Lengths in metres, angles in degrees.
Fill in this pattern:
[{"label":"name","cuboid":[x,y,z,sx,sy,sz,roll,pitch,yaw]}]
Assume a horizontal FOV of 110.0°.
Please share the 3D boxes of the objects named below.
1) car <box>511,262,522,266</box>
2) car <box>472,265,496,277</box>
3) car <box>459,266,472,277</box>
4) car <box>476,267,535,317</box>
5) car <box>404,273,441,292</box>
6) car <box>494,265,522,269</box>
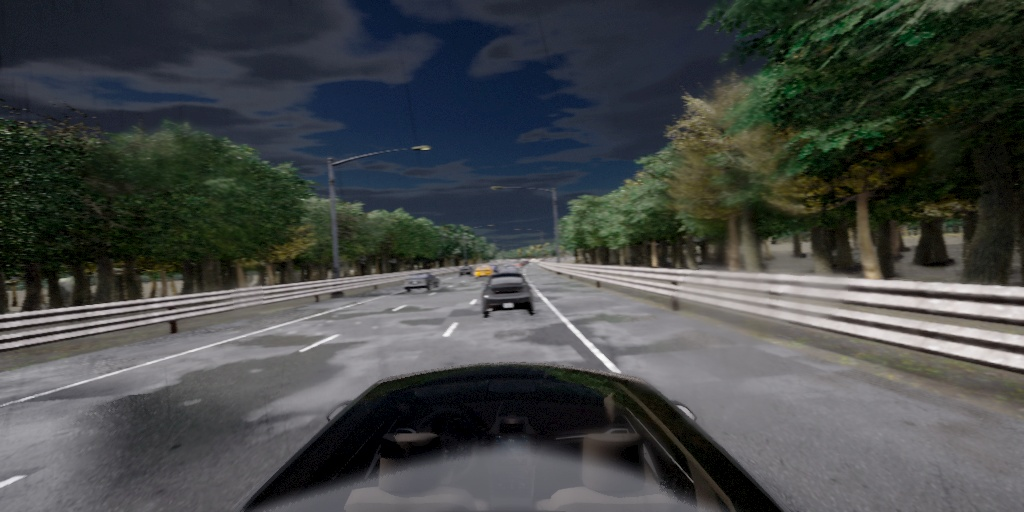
[{"label":"car","cuboid":[-0.113,1.868,43.828,1.994,1.385,4.181,-3,-1,1]},{"label":"car","cuboid":[-3.482,1.998,45.552,1.882,1.535,5.008,-3,0,1]},{"label":"car","cuboid":[-6.779,2.324,54.240,1.837,1.490,4.892,-3,-2,1]},{"label":"car","cuboid":[-0.169,1.416,14.247,1.837,1.490,4.892,-3,-1,-1]},{"label":"car","cuboid":[-7.150,2.067,28.897,2.033,1.411,5.357,-3,-1,0]},{"label":"car","cuboid":[-0.250,1.739,30.779,1.895,1.301,4.718,-3,-1,0]}]
